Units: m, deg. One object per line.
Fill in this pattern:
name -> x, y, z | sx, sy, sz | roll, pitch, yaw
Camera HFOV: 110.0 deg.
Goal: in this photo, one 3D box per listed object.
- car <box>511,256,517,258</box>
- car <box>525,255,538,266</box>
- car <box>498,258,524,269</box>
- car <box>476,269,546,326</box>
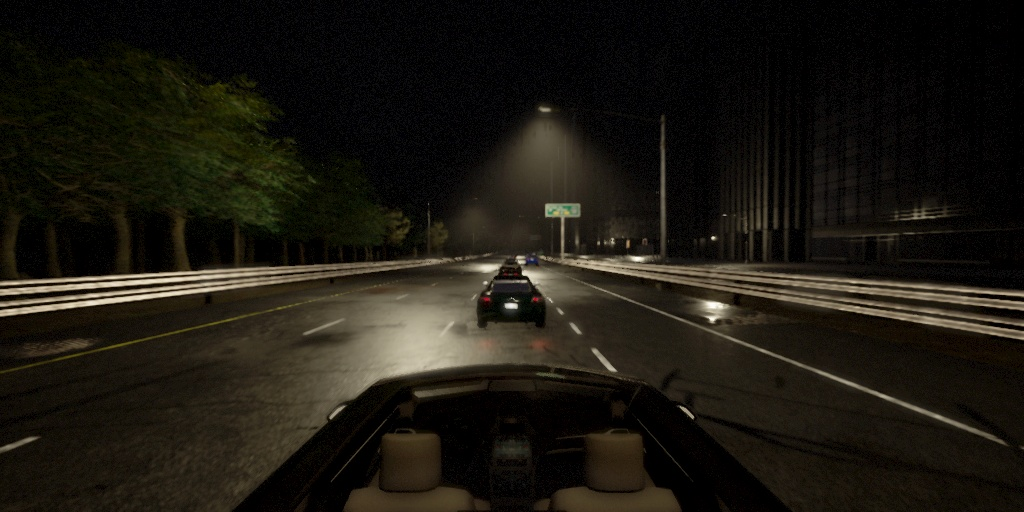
car -> -0.131, 1.098, 52.071 | 1.837, 1.490, 4.892 | 0, 0, 0
car -> 3.484, 0.749, 63.577 | 2.150, 2.045, 5.566 | 0, 1, 0
car -> -0.101, 1.187, 29.550 | 1.837, 1.490, 4.892 | 0, 0, 0
car -> -0.024, 1.292, 11.524 | 1.994, 1.385, 4.181 | 0, 0, 0
